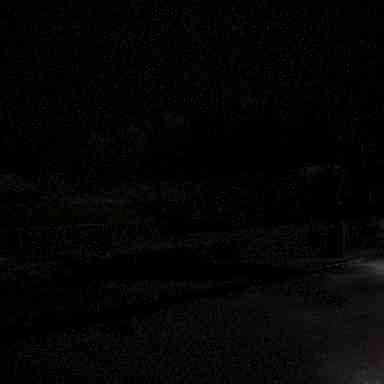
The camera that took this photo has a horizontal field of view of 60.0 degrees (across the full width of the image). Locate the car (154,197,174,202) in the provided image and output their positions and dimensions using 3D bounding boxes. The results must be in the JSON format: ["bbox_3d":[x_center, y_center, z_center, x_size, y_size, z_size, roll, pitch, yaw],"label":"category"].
[{"bbox_3d":[-5.167,1.656,61.481,1.895,1.301,4.718,0,0,-35],"label":"car"}]

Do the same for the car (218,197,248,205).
[{"bbox_3d":[5.588,1.504,45.917,1.837,1.490,4.892,0,0,-35],"label":"car"}]

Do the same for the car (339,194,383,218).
[{"bbox_3d":[16.390,1.223,30.444,2.150,2.045,5.566,0,0,-35],"label":"car"}]
